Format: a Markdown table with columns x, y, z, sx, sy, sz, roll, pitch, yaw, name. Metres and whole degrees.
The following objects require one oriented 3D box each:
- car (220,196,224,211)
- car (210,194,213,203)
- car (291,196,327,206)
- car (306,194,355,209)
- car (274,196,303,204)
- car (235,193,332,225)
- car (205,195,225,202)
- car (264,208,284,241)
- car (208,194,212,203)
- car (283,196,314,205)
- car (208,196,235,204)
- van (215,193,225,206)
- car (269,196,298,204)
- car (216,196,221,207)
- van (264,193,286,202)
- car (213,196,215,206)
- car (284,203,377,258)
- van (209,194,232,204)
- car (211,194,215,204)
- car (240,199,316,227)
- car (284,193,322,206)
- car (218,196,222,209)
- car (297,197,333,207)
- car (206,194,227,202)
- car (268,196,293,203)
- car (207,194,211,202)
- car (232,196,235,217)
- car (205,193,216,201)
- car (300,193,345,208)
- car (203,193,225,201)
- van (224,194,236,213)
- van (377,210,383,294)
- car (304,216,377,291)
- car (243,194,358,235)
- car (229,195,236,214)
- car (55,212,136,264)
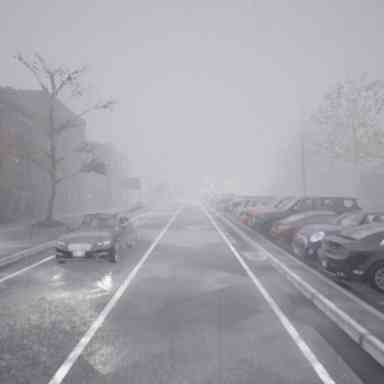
| x | y | z | sx | sy | sz | roll | pitch | yaw | name |
| --- | --- | --- | --- | --- | --- | --- | --- | --- | --- |
| 5.636 | 1.492 | 33.449 | 5.008 | 1.535 | 2.097 | 0 | 0 | 0 | car |
| 5.610 | 1.489 | 50.265 | 5.008 | 1.535 | 2.097 | 0 | 0 | 0 | car |
| 18.685 | 1.494 | 53.278 | 5.008 | 1.535 | 2.097 | 0 | 0 | 0 | car |
| 18.675 | 1.239 | 45.047 | 5.566 | 2.045 | 2.435 | 0 | 0 | 0 | car |
| 18.667 | 1.520 | 64.417 | 5.008 | 1.535 | 2.097 | 0 | 0 | 0 | car |
| 5.635 | 1.245 | 19.432 | 5.566 | 2.045 | 2.435 | 0 | 0 | 0 | car |
| 5.585 | 1.577 | 81.102 | 4.892 | 1.521 | 2.231 | 0 | 0 | 0 | car |
| 5.669 | 1.538 | 13.826 | 4.674 | 1.452 | 2.002 | 0 | 0 | 0 | car |
| 5.577 | 1.526 | 55.873 | 4.792 | 1.488 | 2.163 | 0 | 0 | 0 | car |
| 18.710 | 1.534 | 58.847 | 4.792 | 1.488 | 2.163 | 0 | 0 | 0 | car |
| 5.588 | 1.519 | 64.282 | 5.008 | 1.535 | 2.097 | 0 | 0 | 0 | car |
| 5.512 | 1.264 | 41.858 | 4.442 | 1.987 | 1.878 | 0 | 0 | 0 | van |
| 18.483 | 1.525 | 67.204 | 5.366 | 1.575 | 1.946 | 0 | 0 | 0 | car |
| 5.604 | 1.521 | 39.055 | 4.792 | 1.488 | 2.163 | 0 | 0 | 0 | car |
| 18.776 | 1.327 | 75.562 | 4.442 | 1.987 | 1.878 | 0 | 0 | 0 | van |
| 5.653 | 1.519 | 44.662 | 4.792 | 1.488 | 2.163 | 0 | 0 | 0 | car |
| 5.708 | 1.373 | 11.022 | 4.553 | 1.767 | 2.185 | 0 | 0 | 0 | car |
| 5.706 | 1.302 | 67.086 | 4.442 | 1.987 | 1.878 | 0 | 0 | 0 | van |
| 5.805 | 1.486 | 47.465 | 5.366 | 1.575 | 1.946 | 0 | 0 | 0 | car |
| 5.628 | 1.370 | 22.235 | 4.553 | 1.767 | 2.185 | 0 | 0 | 0 | car |
| 18.658 | 1.246 | 56.065 | 5.566 | 2.045 | 2.435 | 0 | 0 | 0 | car |
| 5.608 | 1.521 | 36.252 | 4.792 | 1.488 | 2.163 | 0 | 0 | 0 | car |
| 18.692 | 1.531 | 50.617 | 4.674 | 1.452 | 2.002 | 0 | 0 | 0 | car |
| 5.549 | 1.427 | 75.496 | 4.553 | 1.767 | 2.185 | 0 | 0 | 0 | car |
| 18.663 | 1.577 | 69.989 | 4.674 | 1.452 | 2.002 | 0 | 0 | 0 | car |
| 5.598 | 1.504 | 58.671 | 4.892 | 1.521 | 2.231 | 0 | 0 | 0 | car |
| 5.623 | 1.369 | 25.039 | 4.553 | 1.767 | 2.185 | 0 | 0 | 0 | car |
| 5.626 | 1.260 | 61.479 | 5.566 | 2.045 | 2.435 | 0 | 0 | 0 | car |
| 18.670 | 1.238 | 47.709 | 5.566 | 2.045 | 2.435 | 0 | 0 | 0 | car |
| 5.608 | 1.362 | 86.708 | 5.566 | 2.045 | 2.435 | 0 | 0 | 0 | car |
| 5.529 | 1.268 | 30.645 | 4.442 | 1.987 | 1.878 | 0 | 0 | 0 | van |
| 5.802 | 1.275 | 5.416 | 4.442 | 1.987 | 1.878 | 0 | 0 | 0 | van |
| 5.674 | 1.501 | 8.219 | 4.892 | 1.521 | 2.231 | 0 | 0 | 0 | car |
| 5.639 | 1.246 | 16.629 | 5.566 | 2.045 | 2.435 | 0 | 0 | 0 | car |
| 5.681 | 1.368 | 27.842 | 4.553 | 1.767 | 2.185 | 0 | 0 | 0 | car |
| -3.252 | 1.509 | 12.007 | 2.128 | 1.511 | 4.902 | 0 | 0 | 0 | car |
